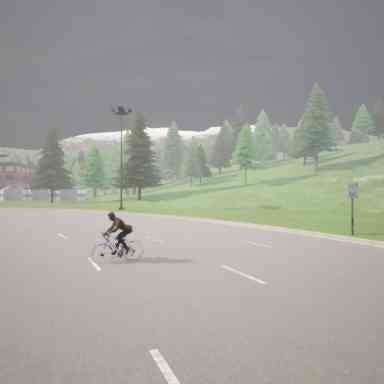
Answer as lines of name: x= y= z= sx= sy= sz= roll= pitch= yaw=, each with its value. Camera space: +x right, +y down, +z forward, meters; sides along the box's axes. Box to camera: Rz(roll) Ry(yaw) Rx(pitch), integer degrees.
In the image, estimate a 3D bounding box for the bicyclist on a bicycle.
bicyclist on a bicycle: x=-2.356 y=1.455 z=10.501 sx=1.656 sy=1.620 sz=0.582 roll=-2 pitch=1 yaw=-25
